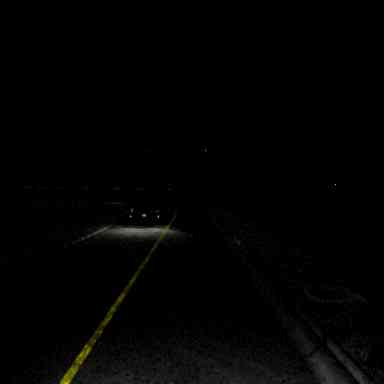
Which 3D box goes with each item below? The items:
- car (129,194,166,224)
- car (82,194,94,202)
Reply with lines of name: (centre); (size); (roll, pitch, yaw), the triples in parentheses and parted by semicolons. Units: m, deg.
car: (-3.138, 1.175, 24.525); (2.150, 2.045, 5.566); (0, 0, 0)
car: (-18.913, 1.161, 63.206); (4.902, 1.511, 2.128); (1, 1, 37)
